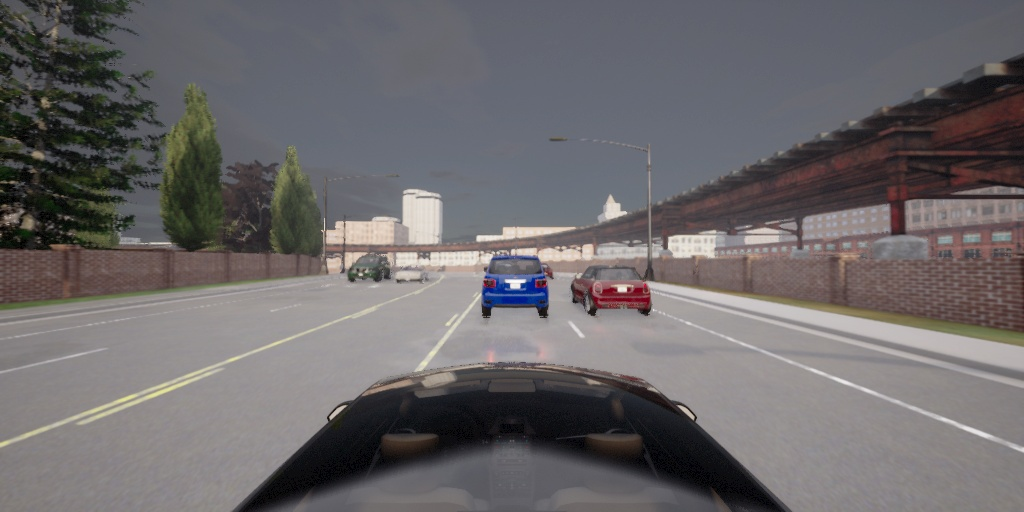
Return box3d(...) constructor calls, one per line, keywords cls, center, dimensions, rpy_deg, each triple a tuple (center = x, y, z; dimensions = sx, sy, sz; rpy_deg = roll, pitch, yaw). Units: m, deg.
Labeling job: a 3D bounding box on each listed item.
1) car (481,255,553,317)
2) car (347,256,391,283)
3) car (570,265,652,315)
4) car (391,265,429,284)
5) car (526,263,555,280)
box3d(cls="car", center=(0.095, 0.987, 13.338), dimensions=(2.150, 2.045, 5.566), rpy_deg=(0, 0, 0))
box3d(cls="car", center=(-11.240, 0.997, 28.660), dimensions=(2.150, 2.045, 5.566), rpy_deg=(0, 0, -6))
box3d(cls="car", center=(3.590, 1.118, 13.819), dimensions=(2.097, 1.767, 4.553), rpy_deg=(0, 0, 0))
box3d(cls="car", center=(-7.649, 1.379, 27.806), dimensions=(1.895, 1.301, 4.718), rpy_deg=(0, 0, -5))
box3d(cls="car", center=(2.505, 1.364, 32.875), dimensions=(1.812, 1.442, 4.674), rpy_deg=(0, -1, -7))
